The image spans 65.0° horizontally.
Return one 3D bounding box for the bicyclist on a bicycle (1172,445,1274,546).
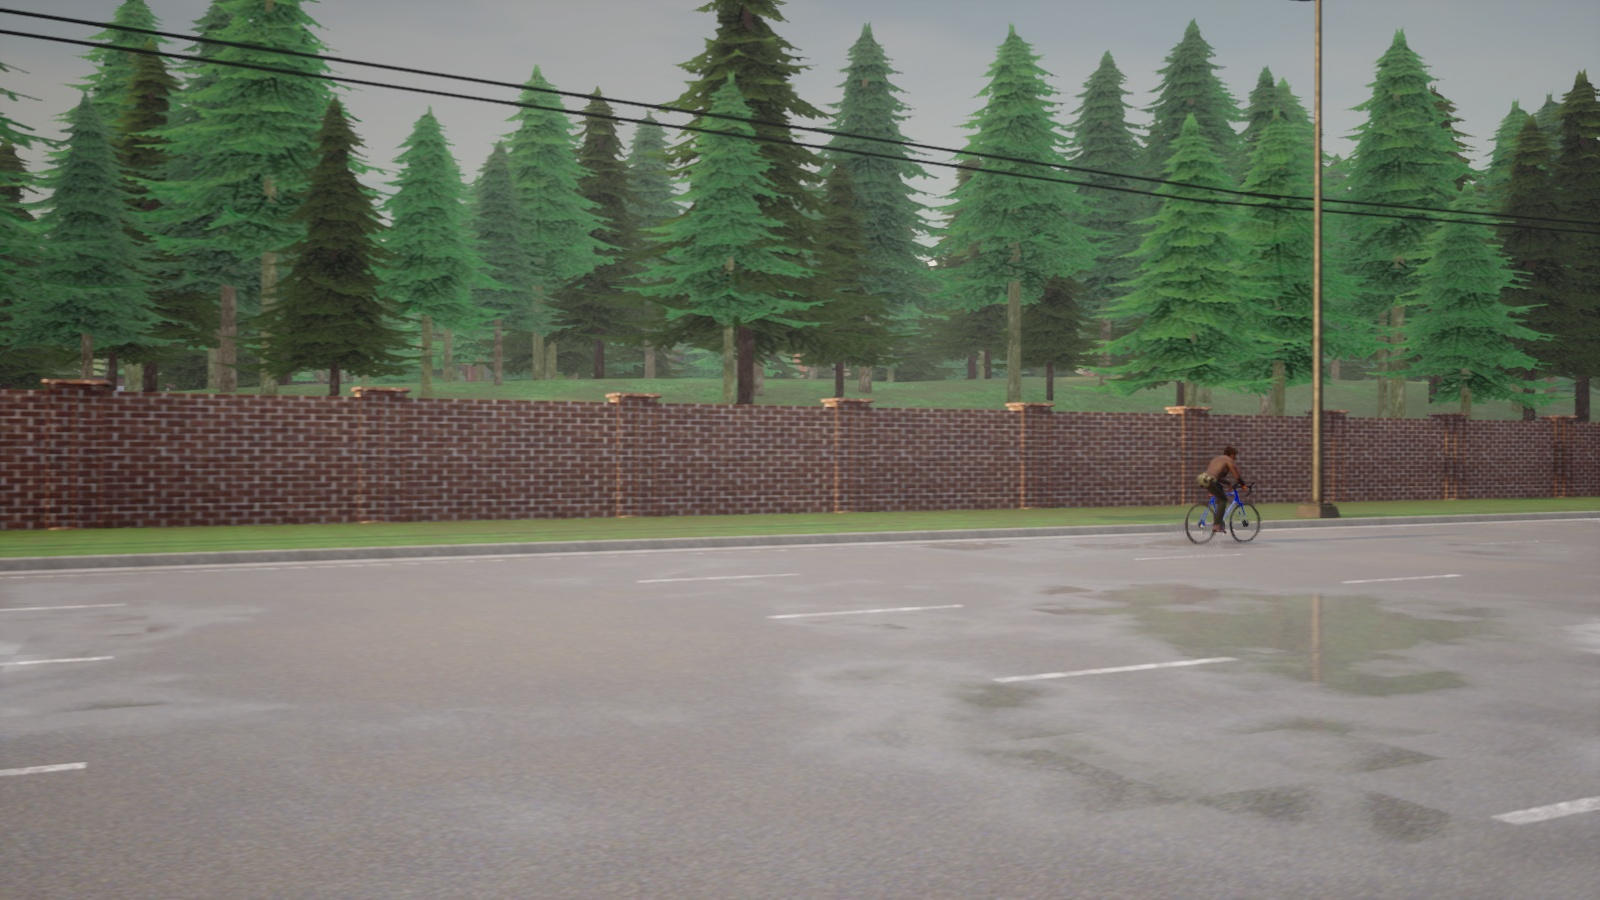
[{"bbox_3d":[6.992,0.732,20.730,1.656,1.620,0.582,0,0,-26],"label":"bicyclist on a bicycle"}]
